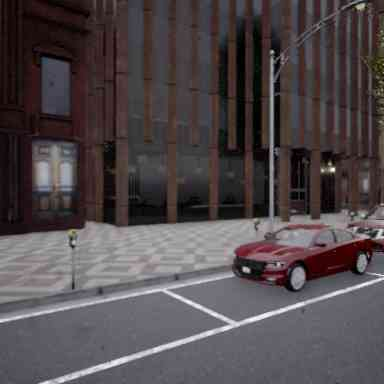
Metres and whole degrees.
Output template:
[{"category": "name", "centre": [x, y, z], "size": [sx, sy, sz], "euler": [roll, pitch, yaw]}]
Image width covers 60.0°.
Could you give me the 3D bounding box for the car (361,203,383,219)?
[{"category": "car", "centre": [7.677, 1.324, 12.244], "size": [5.009, 1.841, 2.192], "euler": [0, 0, -36]}]

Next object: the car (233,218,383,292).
[{"category": "car", "centre": [3.086, 1.550, 8.968], "size": [4.507, 1.381, 1.887], "euler": [0, 0, -36]}]
